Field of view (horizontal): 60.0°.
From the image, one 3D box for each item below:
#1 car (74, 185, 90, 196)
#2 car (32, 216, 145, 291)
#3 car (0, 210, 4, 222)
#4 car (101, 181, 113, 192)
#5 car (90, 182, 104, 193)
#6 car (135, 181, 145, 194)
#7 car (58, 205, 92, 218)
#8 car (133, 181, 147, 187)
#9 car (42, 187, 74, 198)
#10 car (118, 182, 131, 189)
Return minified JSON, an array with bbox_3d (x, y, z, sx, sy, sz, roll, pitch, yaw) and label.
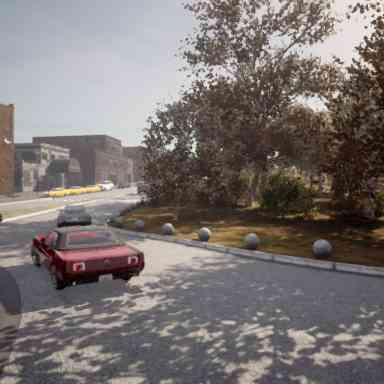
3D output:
[{"bbox_3d":[-20.254,-0.263,57.494,1.946,1.575,5.366,0,3,11],"label":"car"},{"bbox_3d":[-3.113,1.596,9.160,1.895,1.301,4.718,0,0,-33],"label":"car"},{"bbox_3d":[-14.103,1.481,20.509,4.902,1.511,2.128,0,0,13],"label":"car"},{"bbox_3d":[-18.137,-1.193,68.592,2.435,2.045,5.566,0,3,11],"label":"car"},{"bbox_3d":[-19.222,-0.596,62.911,1.946,1.575,5.366,0,3,11],"label":"car"},{"bbox_3d":[-7.954,-0.690,59.101,2.150,2.045,5.566,0,4,11],"label":"car"},{"bbox_3d":[-7.455,1.537,21.259,1.994,1.385,4.181,0,1,-18],"label":"car"},{"bbox_3d":[-14.001,-2.275,90.311,2.231,1.521,4.892,0,3,11],"label":"car"},{"bbox_3d":[-21.296,0.073,52.080,1.946,1.575,5.366,0,3,11],"label":"car"},{"bbox_3d":[-16.076,-1.579,79.441,2.163,1.488,4.792,0,3,11],"label":"car"}]
